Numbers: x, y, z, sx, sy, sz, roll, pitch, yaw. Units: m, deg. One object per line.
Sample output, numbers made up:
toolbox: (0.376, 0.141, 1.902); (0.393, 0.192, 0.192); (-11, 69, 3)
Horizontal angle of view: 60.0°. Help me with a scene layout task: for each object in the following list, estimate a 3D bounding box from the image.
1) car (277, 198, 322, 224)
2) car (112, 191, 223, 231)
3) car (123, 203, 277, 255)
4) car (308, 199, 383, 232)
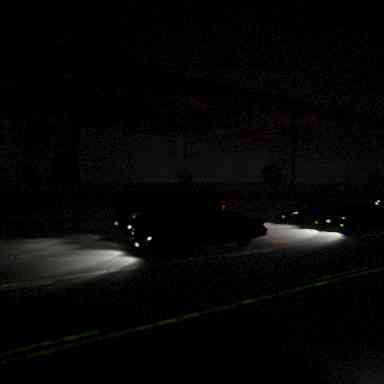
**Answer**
car: (7.419, 1.150, 21.054); (4.674, 1.442, 1.812); (-1, 1, -32)
car: (-0.918, 0.964, 15.785); (5.566, 2.045, 2.150); (-1, 1, -32)
car: (0.417, 1.339, 12.488); (5.357, 1.411, 2.033); (-1, 1, -32)
car: (8.455, 1.241, 17.567); (4.181, 1.385, 1.994); (-1, 1, -32)
